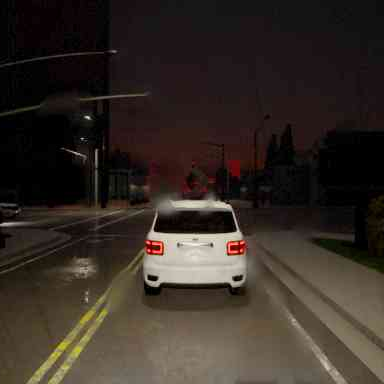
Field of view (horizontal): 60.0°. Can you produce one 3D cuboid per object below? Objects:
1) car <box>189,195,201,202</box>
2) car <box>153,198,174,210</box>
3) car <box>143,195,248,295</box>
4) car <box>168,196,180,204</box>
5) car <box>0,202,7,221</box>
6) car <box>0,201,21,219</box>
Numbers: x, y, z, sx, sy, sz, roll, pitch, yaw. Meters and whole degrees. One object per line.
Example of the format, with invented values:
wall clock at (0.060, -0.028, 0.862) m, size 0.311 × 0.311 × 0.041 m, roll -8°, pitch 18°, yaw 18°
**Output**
car at (0.828, 1.464, 78.702) m, size 1.882 × 1.535 × 5.008 m, roll 0°, pitch 0°, yaw 12°
car at (-3.754, 1.557, 44.832) m, size 2.033 × 1.411 × 5.357 m, roll 0°, pitch 0°, yaw 5°
car at (0.078, 1.221, 8.832) m, size 2.150 × 2.045 × 5.566 m, roll 0°, pitch 0°, yaw 0°
car at (-3.468, 1.564, 64.645) m, size 1.994 × 1.385 × 4.181 m, roll 0°, pitch 0°, yaw 1°
car at (-16.222, 1.667, 24.074) m, size 4.181 × 1.385 × 1.994 m, roll -1°, pitch 0°, yaw 0°
car at (-17.302, 1.338, 27.570) m, size 5.566 × 2.045 × 2.150 m, roll -1°, pitch 0°, yaw 0°
